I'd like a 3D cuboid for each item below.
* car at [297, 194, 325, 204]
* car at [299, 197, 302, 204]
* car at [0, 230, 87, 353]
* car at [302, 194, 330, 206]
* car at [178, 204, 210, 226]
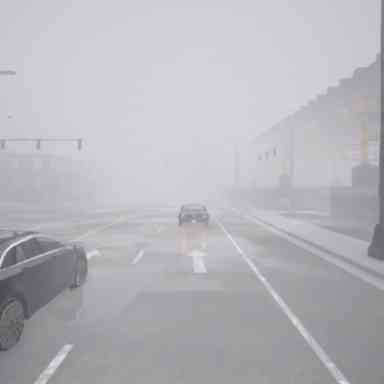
[{"bbox_3d":[15.974,0.878,44.582,1.853,1.218,4.536,1,1,44],"label":"car"},{"bbox_3d":[15.949,1.079,39.937,2.038,1.542,4.974,0,1,-36],"label":"car"},{"bbox_3d":[-3.400,1.434,6.015,2.128,1.511,4.902,0,1,0],"label":"car"},{"bbox_3d":[15.980,0.921,39.894,1.853,1.218,4.536,0,1,-36],"label":"car"},{"bbox_3d":[0.102,1.400,21.373,1.895,1.301,4.718,0,1,0],"label":"car"}]
